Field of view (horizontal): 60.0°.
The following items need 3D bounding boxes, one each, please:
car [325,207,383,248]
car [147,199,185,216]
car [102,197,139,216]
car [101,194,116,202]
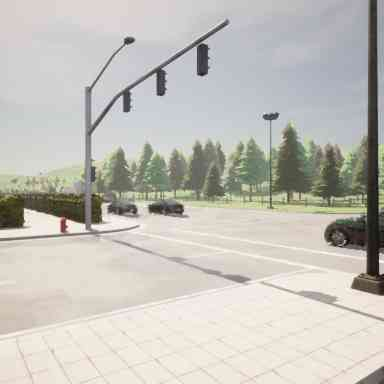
[{"bbox_3d":[7.586,1.352,12.934,2.097,1.767,4.553,0,0,-39],"label":"car"},{"bbox_3d":[-2.654,1.477,32.735,1.882,1.535,5.008,0,0,-35],"label":"car"},{"bbox_3d":[-6.905,1.525,32.736,1.812,1.442,4.674,0,0,-35],"label":"car"},{"bbox_3d":[-16.767,1.601,65.607,1.895,1.301,4.718,0,0,-34],"label":"car"}]
